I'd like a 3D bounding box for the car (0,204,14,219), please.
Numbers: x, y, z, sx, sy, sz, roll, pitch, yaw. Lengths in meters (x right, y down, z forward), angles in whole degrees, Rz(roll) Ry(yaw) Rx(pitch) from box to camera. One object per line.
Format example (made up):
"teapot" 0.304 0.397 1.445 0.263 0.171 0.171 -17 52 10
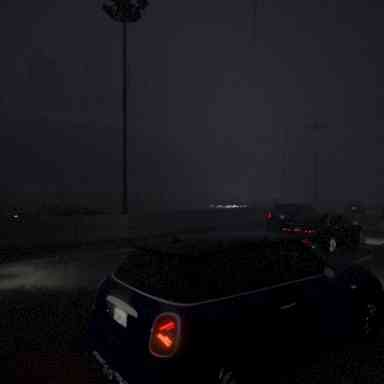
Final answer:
"car" -10.146 1.557 23.104 4.902 1.511 2.128 0 0 -41

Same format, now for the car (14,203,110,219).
"car" -7.641 1.605 20.550 5.357 1.411 2.033 0 0 -41

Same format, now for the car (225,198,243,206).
"car" 7.552 1.686 57.915 1.994 1.385 4.181 0 0 19

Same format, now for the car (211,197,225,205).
"car" 4.914 1.659 61.031 1.812 1.442 4.674 0 0 19

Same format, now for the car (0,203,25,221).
"car" -16.140 1.646 27.173 4.181 1.385 1.994 0 0 -40

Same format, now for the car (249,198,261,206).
"car" 11.006 1.680 57.208 1.994 1.385 4.181 0 0 19

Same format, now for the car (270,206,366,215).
"car" 5.337 1.530 13.428 4.892 1.490 1.837 0 0 -45

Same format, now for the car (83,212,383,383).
"car" 0.909 1.363 4.884 4.553 1.767 2.097 0 0 -38

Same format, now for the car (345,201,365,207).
"car" 17.555 1.625 35.863 1.994 1.385 4.181 0 0 29

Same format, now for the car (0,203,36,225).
"car" -14.155 1.599 24.251 4.674 1.442 1.812 0 0 -40

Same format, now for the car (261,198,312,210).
"car" 6.279 1.389 19.510 2.097 1.767 4.553 0 0 42

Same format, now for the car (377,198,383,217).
"car" 17.795 1.537 29.183 2.128 1.511 4.902 0 0 32
